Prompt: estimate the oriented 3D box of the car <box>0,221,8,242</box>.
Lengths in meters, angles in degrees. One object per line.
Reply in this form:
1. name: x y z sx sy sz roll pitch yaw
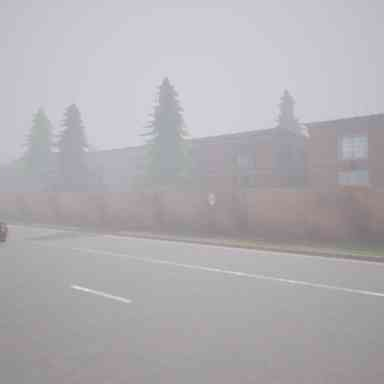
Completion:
1. car: -10.904 1.763 16.570 4.674 1.442 1.812 -1 -1 37
